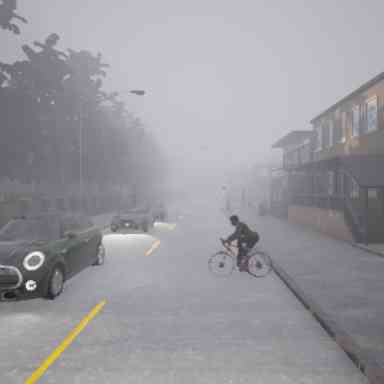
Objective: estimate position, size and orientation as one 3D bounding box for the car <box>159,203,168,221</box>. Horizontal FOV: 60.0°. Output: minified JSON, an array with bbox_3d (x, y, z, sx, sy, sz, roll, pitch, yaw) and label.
[{"bbox_3d":[-3.059,1.559,26.765,1.994,1.385,4.181,0,0,2],"label":"car"}]

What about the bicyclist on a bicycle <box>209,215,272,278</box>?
[{"bbox_3d":[1.250,1.427,8.593,1.656,1.620,0.582,0,0,2],"label":"bicyclist on a bicycle"}]

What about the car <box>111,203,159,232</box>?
[{"bbox_3d":[-3.411,1.559,19.805,1.994,1.385,4.181,0,0,2],"label":"car"}]

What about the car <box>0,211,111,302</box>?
[{"bbox_3d":[-3.835,1.349,8.471,2.097,1.767,4.553,0,0,2],"label":"car"}]
